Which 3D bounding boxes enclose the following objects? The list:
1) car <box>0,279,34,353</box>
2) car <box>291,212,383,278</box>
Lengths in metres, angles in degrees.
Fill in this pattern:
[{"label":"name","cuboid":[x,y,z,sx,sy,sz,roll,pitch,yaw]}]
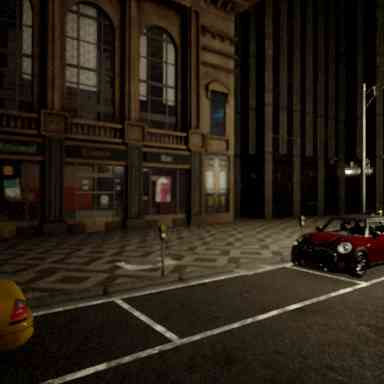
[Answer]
[{"label":"car","cuboid":[-4.381,1.525,3.519,4.829,1.417,1.752,0,0,-36]},{"label":"car","cuboid":[4.878,1.447,10.126,4.097,1.590,1.967,0,0,-36]}]
